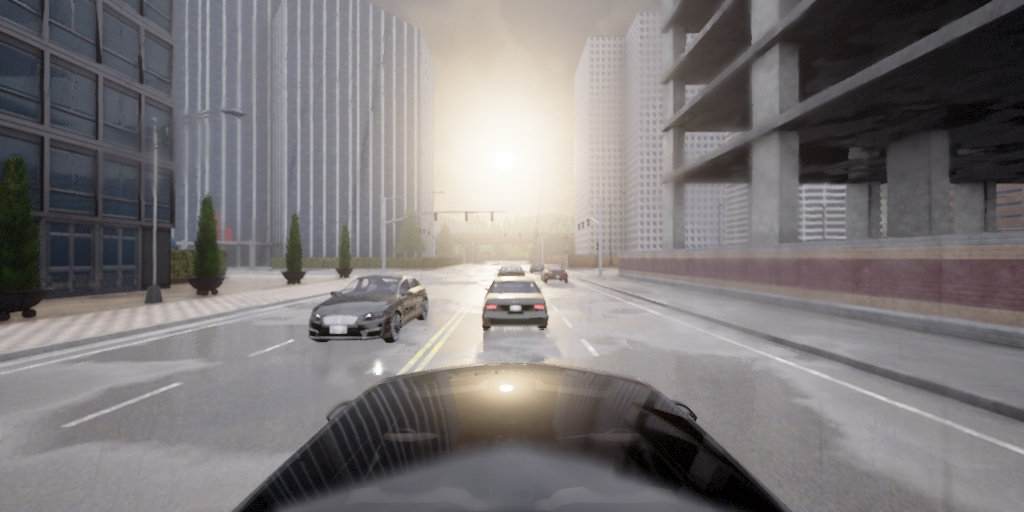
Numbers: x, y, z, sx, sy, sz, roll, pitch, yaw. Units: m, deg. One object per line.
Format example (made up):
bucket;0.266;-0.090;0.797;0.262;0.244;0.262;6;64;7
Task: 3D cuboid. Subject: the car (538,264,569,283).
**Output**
car;3.440;1.408;29.343;1.812;1.442;4.674;0;0;0

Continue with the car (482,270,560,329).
car;0.056;1.344;11.347;2.033;1.411;5.357;0;0;-1

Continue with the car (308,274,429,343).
car;-3.629;1.280;9.936;2.128;1.511;4.902;0;0;0

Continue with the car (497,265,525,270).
car;-0.044;1.338;24.710;1.882;1.535;5.008;0;0;0

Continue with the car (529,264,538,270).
car;3.348;1.531;46.866;1.994;1.385;4.181;0;0;0
